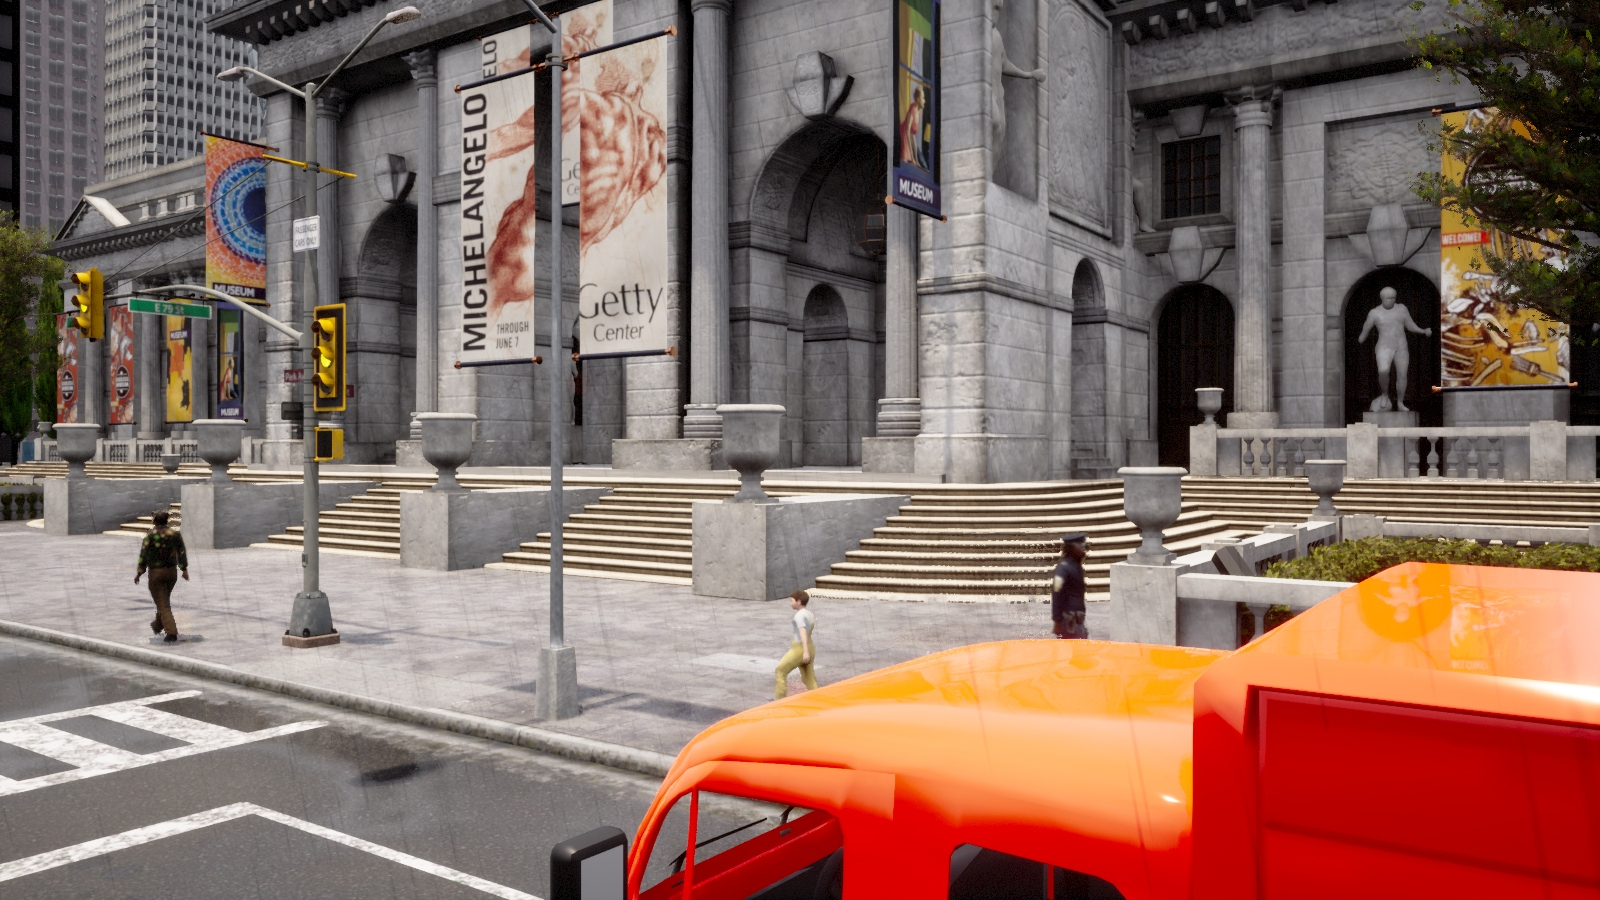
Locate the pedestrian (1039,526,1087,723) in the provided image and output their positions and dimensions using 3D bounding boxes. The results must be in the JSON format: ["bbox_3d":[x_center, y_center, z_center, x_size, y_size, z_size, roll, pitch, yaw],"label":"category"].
[{"bbox_3d":[2.583,1.694,11.219,0.375,1.860,0.375,0,0,28],"label":"pedestrian"}]

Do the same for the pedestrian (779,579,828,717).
[{"bbox_3d":[0.041,1.973,11.480,0.375,1.300,0.375,0,0,24],"label":"pedestrian"}]

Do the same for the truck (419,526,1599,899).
[{"bbox_3d":[1.935,1.568,2.414,5.204,2.467,2.627,0,0,35],"label":"truck"}]

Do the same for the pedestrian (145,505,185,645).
[{"bbox_3d":[-8.672,1.690,15.610,0.375,1.860,0.375,0,0,43],"label":"pedestrian"}]
